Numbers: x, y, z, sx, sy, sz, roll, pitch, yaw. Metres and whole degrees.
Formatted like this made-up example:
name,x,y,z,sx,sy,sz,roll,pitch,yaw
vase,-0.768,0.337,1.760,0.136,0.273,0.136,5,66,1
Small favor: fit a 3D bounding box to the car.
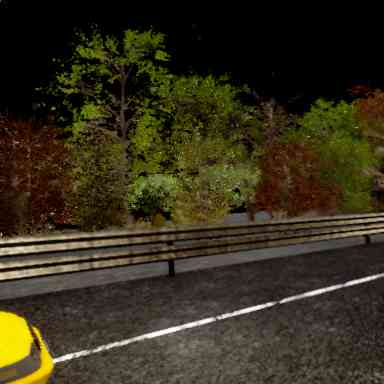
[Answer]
name,x,y,z,sx,sy,sz,roll,pitch,yaw
car,-3.925,1.507,2.381,5.366,1.575,1.801,0,-1,-33
